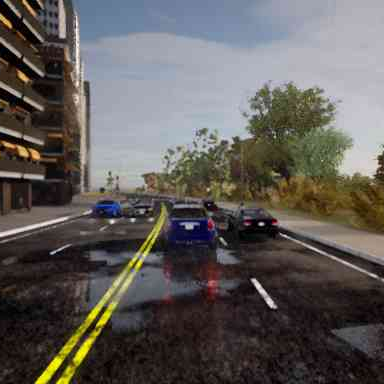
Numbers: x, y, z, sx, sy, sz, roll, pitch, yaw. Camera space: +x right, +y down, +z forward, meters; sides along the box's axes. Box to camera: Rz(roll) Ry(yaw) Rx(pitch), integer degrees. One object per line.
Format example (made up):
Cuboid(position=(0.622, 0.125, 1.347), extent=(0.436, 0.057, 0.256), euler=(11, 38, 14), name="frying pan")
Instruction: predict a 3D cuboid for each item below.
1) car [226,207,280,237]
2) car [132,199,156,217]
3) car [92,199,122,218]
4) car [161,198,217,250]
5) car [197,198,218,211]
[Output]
Cuboid(position=(3.006, 1.471, 17.360), extent=(2.033, 1.411, 5.357), euler=(0, 0, -2), name="car")
Cuboid(position=(-4.196, 1.378, 29.487), extent=(2.128, 1.511, 4.902), euler=(0, 0, -3), name="car")
Cuboid(position=(-7.442, 1.370, 29.310), extent=(1.882, 1.535, 5.008), euler=(0, 0, -3), name="car")
Cuboid(position=(-0.158, 1.294, 14.234), extent=(2.097, 1.767, 4.553), euler=(0, 0, -2), name="car")
Cuboid(position=(1.733, 1.395, 38.834), extent=(1.994, 1.385, 4.181), euler=(0, 0, -5), name="car")
